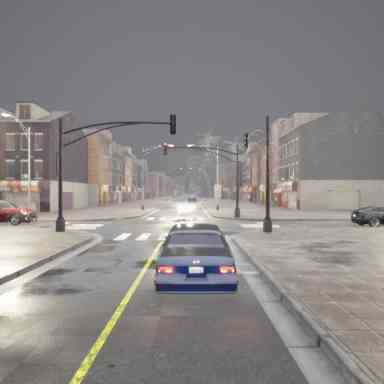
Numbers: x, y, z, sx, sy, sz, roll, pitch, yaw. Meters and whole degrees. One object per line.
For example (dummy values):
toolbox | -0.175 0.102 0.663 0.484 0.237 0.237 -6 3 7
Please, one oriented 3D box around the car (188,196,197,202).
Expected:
car | 0.019 1.550 75.854 1.882 1.535 5.008 0 0 0

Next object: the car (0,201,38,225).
car | -13.466 1.397 23.641 4.553 1.767 2.097 0 0 -1

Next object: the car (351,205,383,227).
car | 12.356 1.522 21.035 4.313 1.339 1.947 0 0 0

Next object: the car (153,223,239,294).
car | 0.082 1.549 8.920 2.033 1.411 5.357 0 0 0
